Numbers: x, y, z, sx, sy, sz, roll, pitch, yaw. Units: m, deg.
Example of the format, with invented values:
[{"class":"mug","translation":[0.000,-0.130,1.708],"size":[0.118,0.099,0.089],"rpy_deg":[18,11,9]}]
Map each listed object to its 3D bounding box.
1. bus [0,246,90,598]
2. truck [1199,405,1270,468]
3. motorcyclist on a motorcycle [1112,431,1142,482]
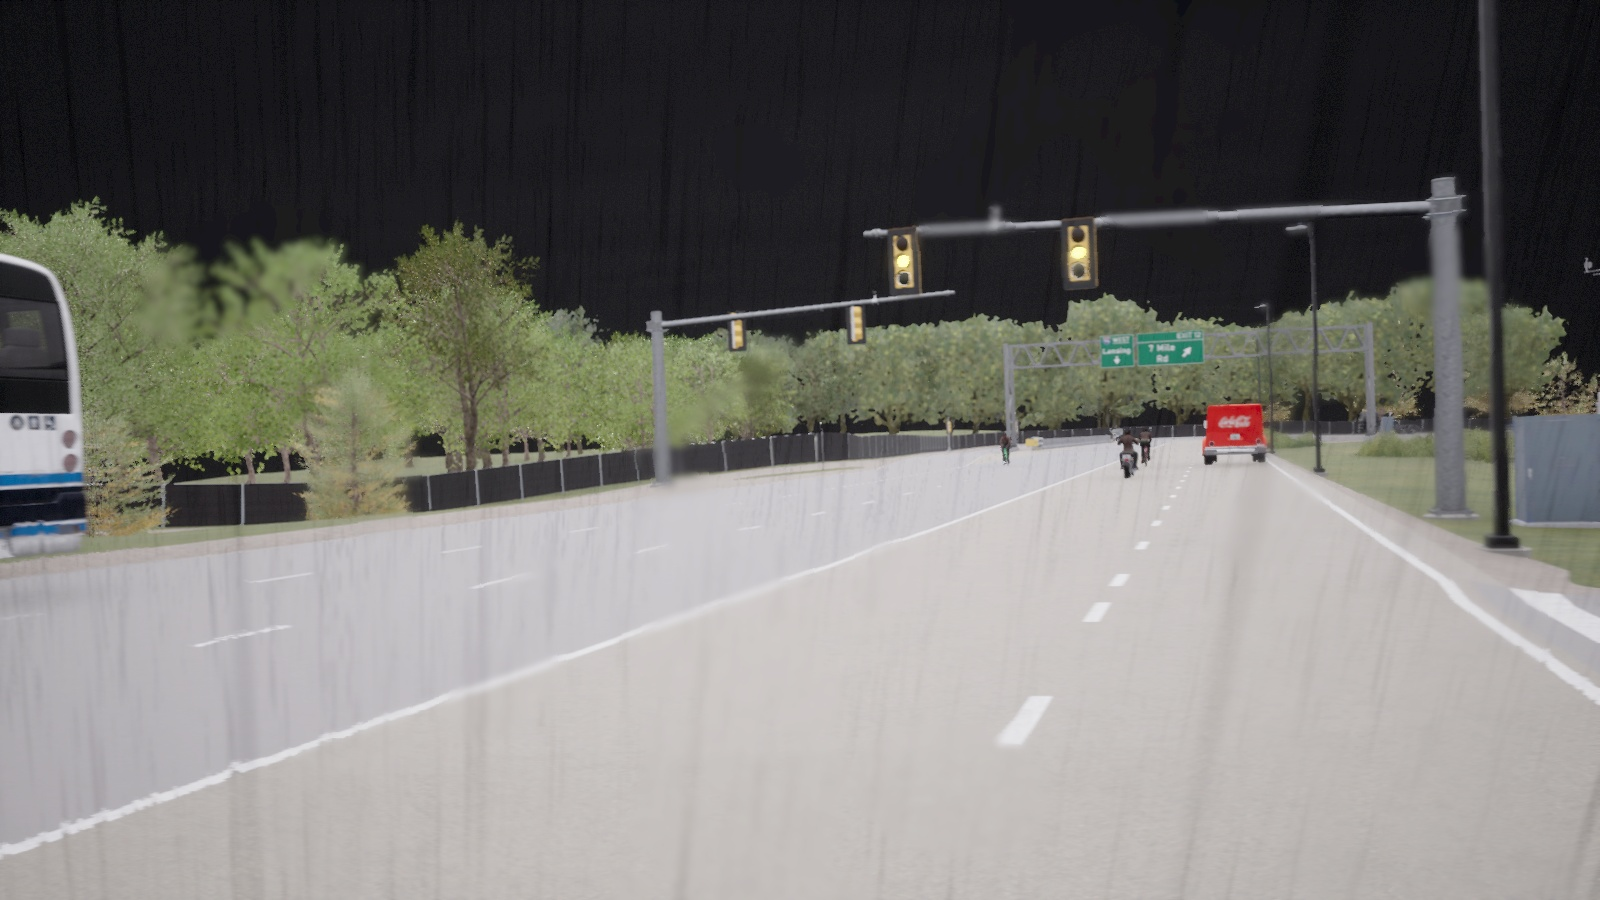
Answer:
[{"class":"bus","translation":[-14.796,-0.230,16.061],"size":[10.273,4.253,3.944],"rpy_deg":[-1,0,18]},{"class":"truck","translation":[18.351,-0.557,53.148],"size":[2.627,2.467,5.204],"rpy_deg":[-2,0,18]},{"class":"motorcyclist on a motorcycle","translation":[10.935,0.191,41.932],"size":[0.766,1.649,2.350],"rpy_deg":[-2,0,18]}]
